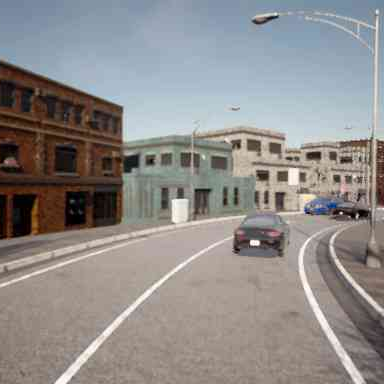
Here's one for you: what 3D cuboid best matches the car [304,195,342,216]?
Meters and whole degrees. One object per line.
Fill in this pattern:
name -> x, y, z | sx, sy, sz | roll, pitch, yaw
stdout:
car -> 13.948, 1.391, 34.855 | 5.566, 2.045, 2.150 | 1, 1, -42

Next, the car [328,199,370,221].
car -> 14.542, 1.693, 30.198 | 5.008, 1.535, 1.882 | 1, 0, -45

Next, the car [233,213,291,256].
car -> 2.910, 1.562, 13.418 | 1.812, 1.442, 4.674 | 1, 0, 20
